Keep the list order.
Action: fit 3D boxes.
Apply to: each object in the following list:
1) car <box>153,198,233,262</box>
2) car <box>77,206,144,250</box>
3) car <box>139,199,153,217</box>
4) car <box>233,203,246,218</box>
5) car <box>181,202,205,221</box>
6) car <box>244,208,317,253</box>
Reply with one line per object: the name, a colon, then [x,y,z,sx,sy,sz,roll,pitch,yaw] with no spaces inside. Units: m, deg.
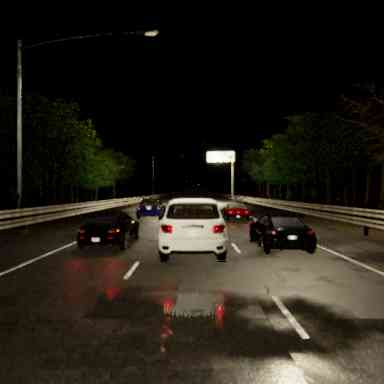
car: [0.054,1.232,12.347,2.150,2.045,5.566,0,0,1]
car: [-3.421,1.535,14.211,1.812,1.442,4.674,0,0,1]
car: [-3.397,1.343,28.402,2.097,1.767,4.553,0,0,1]
car: [3.594,1.594,27.853,1.895,1.301,4.718,0,0,1]
car: [0.090,1.594,27.862,1.895,1.301,4.718,0,0,1]
car: [3.575,1.575,13.755,1.994,1.385,4.181,0,0,1]
